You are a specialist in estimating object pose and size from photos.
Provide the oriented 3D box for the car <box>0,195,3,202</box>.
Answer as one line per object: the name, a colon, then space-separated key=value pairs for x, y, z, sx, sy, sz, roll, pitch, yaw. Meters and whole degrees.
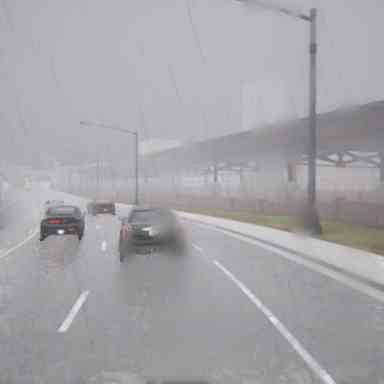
car: x=-29.966 y=1.051 z=50.633 sx=1.837 sy=1.490 sz=4.892 roll=-1 pitch=1 yaw=-26

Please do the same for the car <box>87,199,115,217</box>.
car: x=-8.288 y=1.329 z=30.137 sx=1.882 sy=1.535 sz=5.008 roll=-1 pitch=1 yaw=-25

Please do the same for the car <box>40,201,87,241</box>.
car: x=-6.350 y=1.433 z=16.570 sx=1.837 sy=1.490 sz=4.892 roll=0 pitch=0 yaw=-17

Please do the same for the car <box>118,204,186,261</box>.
car: x=-1.619 y=1.276 z=12.314 sx=2.097 sy=1.767 sz=4.553 roll=-1 pitch=0 yaw=-12

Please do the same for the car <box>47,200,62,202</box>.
car: x=-14.248 y=1.485 z=34.518 sx=1.895 sy=1.301 sz=4.718 roll=-1 pitch=0 yaw=-26
